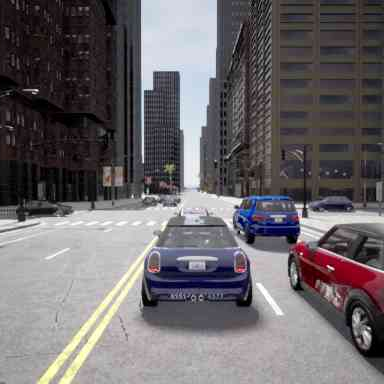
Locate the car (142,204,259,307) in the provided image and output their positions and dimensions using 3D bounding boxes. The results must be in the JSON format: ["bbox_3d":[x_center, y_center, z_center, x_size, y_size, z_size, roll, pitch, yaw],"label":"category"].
[{"bbox_3d":[0.094,1.348,8.138,2.097,1.767,4.553,0,0,0],"label":"car"}]

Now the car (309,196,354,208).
[{"bbox_3d":[15.345,1.277,36.934,4.553,1.767,2.097,0,1,-1],"label":"car"}]

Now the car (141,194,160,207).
[{"bbox_3d":[-6.597,1.469,51.389,1.837,1.490,4.892,0,0,2],"label":"car"}]

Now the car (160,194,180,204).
[{"bbox_3d":[-3.344,1.490,51.331,1.812,1.442,4.674,0,0,2],"label":"car"}]

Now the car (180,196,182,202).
[{"bbox_3d":[-3.330,1.486,62.250,1.812,1.442,4.674,0,1,0],"label":"car"}]

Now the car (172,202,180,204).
[{"bbox_3d":[0.089,1.480,17.075,2.128,1.511,4.902,0,0,0],"label":"car"}]

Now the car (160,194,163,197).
[{"bbox_3d":[-6.585,1.524,61.353,1.994,1.385,4.181,0,0,0],"label":"car"}]

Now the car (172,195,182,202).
[{"bbox_3d":[-3.267,1.496,74.704,2.033,1.411,5.357,0,0,0],"label":"car"}]

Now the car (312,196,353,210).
[{"bbox_3d":[16.670,1.324,39.635,4.097,1.590,1.967,0,1,0],"label":"car"}]

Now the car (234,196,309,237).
[{"bbox_3d":[3.349,1.211,15.890,2.150,2.045,5.566,0,0,-2],"label":"car"}]

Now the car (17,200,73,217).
[{"bbox_3d":[-13.582,1.539,30.883,4.892,1.490,1.837,-1,1,-4],"label":"car"}]

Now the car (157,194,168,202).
[{"bbox_3d":[-6.517,1.311,73.270,2.097,1.767,4.553,0,0,0],"label":"car"}]

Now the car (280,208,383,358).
[{"bbox_3d":[3.344,1.349,6.180,2.097,1.767,4.553,0,0,0],"label":"car"}]
